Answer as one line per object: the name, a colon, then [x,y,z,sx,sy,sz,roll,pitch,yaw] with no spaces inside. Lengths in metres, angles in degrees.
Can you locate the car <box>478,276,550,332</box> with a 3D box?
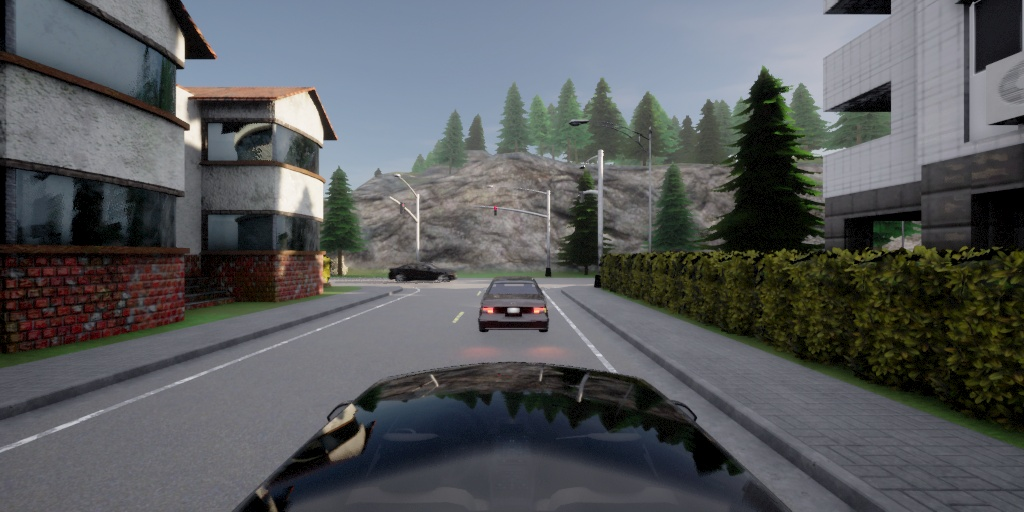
car: [0.055,1.297,10.768,2.033,1.411,5.357,0,0,1]

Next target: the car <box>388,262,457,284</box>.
car: [-6.649,1.227,26.831,5.008,1.535,1.882,0,0,1]
